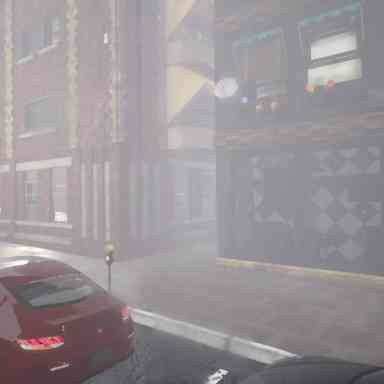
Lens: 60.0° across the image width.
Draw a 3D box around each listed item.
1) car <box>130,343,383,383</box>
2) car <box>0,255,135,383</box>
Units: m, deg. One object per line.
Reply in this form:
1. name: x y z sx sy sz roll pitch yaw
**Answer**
1. car: 1.975 1.566 1.439 4.313 1.339 1.947 0 -1 35
2. car: -2.633 1.583 4.720 4.206 1.307 1.802 0 -1 35
